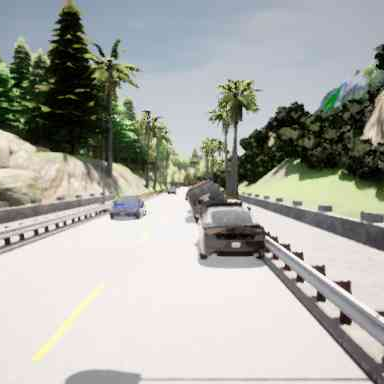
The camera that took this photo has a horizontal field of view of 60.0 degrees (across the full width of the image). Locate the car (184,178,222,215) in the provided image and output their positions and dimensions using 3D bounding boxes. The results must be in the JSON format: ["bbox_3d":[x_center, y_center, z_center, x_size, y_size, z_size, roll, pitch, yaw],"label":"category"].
[{"bbox_3d":[0.816,0.265,27.317,2.150,2.045,5.566,-25,1,1],"label":"car"}]

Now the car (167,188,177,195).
[{"bbox_3d":[-3.992,-0.147,66.911,2.033,1.411,5.357,0,1,0],"label":"car"}]

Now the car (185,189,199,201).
[{"bbox_3d":[0.029,0.332,46.560,1.837,1.490,4.892,0,2,0],"label":"car"}]

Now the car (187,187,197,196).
[{"bbox_3d":[0.011,-0.051,60.648,1.882,1.535,5.008,0,1,0],"label":"car"}]

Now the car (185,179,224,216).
[{"bbox_3d":[0.824,0.415,21.317,2.150,2.045,5.566,-25,1,1],"label":"car"}]

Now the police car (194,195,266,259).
[{"bbox_3d":[1.161,1.135,11.417,1.930,1.638,5.238,0,1,0],"label":"police car"}]

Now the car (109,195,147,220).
[{"bbox_3d":[-4.095,0.970,21.948,1.812,1.442,4.674,0,1,0],"label":"car"}]
